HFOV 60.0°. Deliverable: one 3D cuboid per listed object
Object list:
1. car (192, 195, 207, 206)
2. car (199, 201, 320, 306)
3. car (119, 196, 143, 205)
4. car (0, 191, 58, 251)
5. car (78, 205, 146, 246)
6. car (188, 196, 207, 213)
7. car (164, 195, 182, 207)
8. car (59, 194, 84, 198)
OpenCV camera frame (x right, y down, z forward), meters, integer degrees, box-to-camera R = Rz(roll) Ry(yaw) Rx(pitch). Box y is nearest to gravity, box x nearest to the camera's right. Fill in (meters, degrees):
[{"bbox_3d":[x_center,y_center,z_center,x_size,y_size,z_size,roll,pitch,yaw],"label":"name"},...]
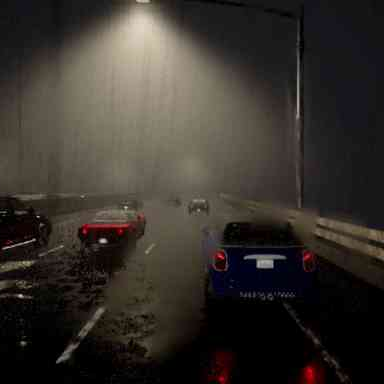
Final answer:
[{"bbox_3d":[1.079,1.162,45.524,1.895,1.301,4.718,0,1,3],"label":"car"},{"bbox_3d":[1.324,1.269,8.005,2.097,1.767,4.553,0,1,1],"label":"car"},{"bbox_3d":[-6.219,1.171,34.131,1.837,1.490,4.892,0,1,2],"label":"car"},{"bbox_3d":[-6.754,1.110,10.958,2.150,2.045,5.566,0,1,1],"label":"car"},{"bbox_3d":[-3.199,1.456,14.366,1.895,1.301,4.718,0,1,1],"label":"car"},{"bbox_3d":[0.666,1.287,31.721,1.895,1.301,4.718,0,0,2],"label":"car"},{"bbox_3d":[-2.433,1.076,43.012,2.128,1.511,4.902,0,1,2],"label":"car"},{"bbox_3d":[-16.476,1.098,47.401,2.033,1.411,5.357,0,0,2],"label":"car"}]
